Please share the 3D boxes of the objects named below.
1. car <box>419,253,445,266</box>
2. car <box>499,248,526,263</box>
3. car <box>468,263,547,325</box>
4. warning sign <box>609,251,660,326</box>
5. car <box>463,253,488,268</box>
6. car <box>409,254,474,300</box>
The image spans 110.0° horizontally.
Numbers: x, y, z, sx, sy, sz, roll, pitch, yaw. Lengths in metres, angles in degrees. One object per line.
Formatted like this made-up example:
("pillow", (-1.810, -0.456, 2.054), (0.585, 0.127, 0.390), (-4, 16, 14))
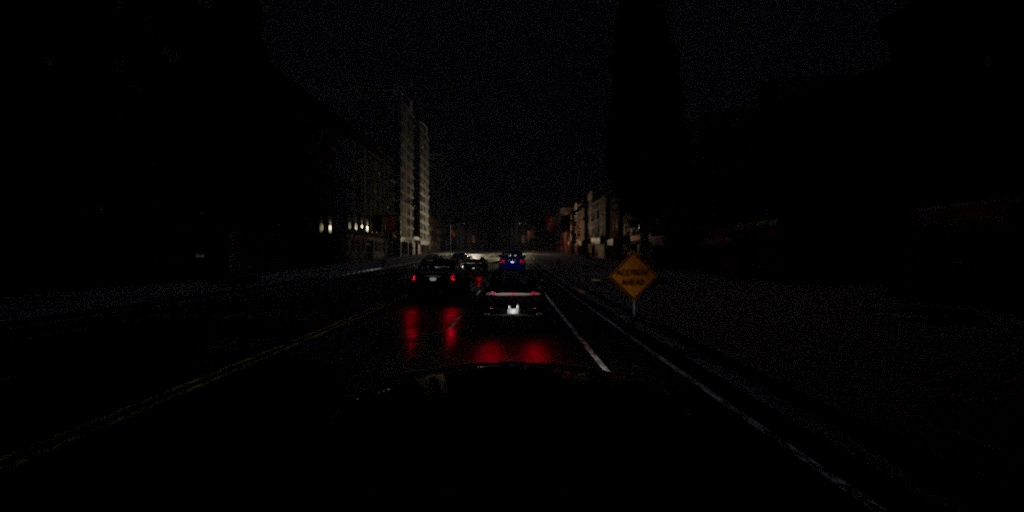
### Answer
("car", (-9.941, 0.426, 44.732), (2.033, 1.411, 5.357), (0, 2, 0))
("car", (0.022, 0.508, 31.284), (2.150, 2.045, 5.566), (0, 2, 0))
("car", (0.042, 1.153, 11.496), (2.128, 1.511, 4.902), (0, 1, 0))
("warning sign", (3.208, 0.802, 9.436), (1.300, 1.860, 1.060), (0, 0, 0))
("car", (-3.228, 0.748, 32.407), (2.128, 1.511, 4.902), (0, 2, 0))
("car", (-3.197, 0.940, 16.630), (2.097, 1.767, 4.553), (0, 1, 0))
